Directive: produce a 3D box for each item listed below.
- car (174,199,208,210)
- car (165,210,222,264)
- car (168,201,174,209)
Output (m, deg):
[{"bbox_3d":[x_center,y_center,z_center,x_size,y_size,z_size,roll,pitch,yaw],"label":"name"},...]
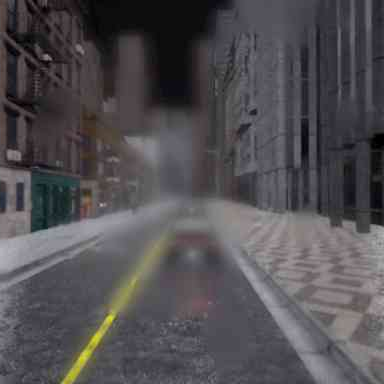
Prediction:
[{"bbox_3d":[0.041,1.526,26.205,2.150,2.045,5.566,0,0,0],"label":"car"},{"bbox_3d":[0.048,1.648,12.369,1.837,1.490,4.892,0,0,1],"label":"car"},{"bbox_3d":[-3.023,2.245,58.691,1.812,1.442,4.674,0,-1,1],"label":"car"}]
